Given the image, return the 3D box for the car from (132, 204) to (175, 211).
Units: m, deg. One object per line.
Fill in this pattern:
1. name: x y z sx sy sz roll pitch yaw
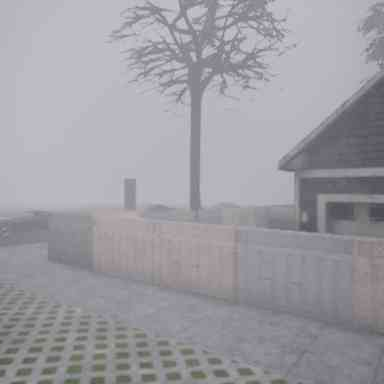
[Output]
1. car: -3.367 1.739 27.473 1.882 1.535 5.008 0 0 35

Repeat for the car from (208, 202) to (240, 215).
1. car: 3.658 1.910 37.464 1.882 1.535 5.008 0 -1 35

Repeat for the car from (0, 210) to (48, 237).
1. car: -9.391 1.714 18.884 1.895 1.301 4.718 0 -1 35
